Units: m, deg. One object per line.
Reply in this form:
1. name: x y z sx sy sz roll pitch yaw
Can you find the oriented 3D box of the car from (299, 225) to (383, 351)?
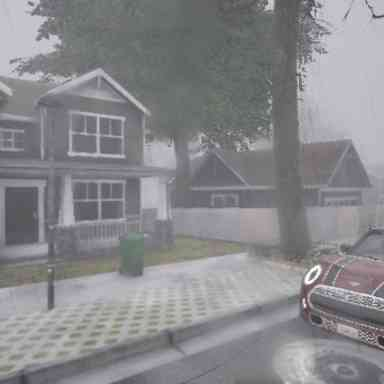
1. car: 4.008 1.406 6.117 4.553 1.767 2.097 1 -1 -37
